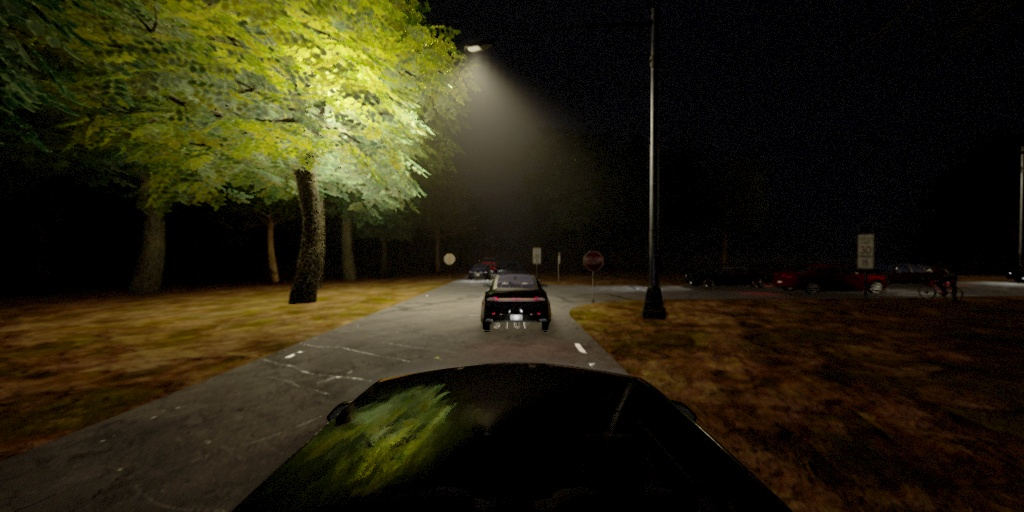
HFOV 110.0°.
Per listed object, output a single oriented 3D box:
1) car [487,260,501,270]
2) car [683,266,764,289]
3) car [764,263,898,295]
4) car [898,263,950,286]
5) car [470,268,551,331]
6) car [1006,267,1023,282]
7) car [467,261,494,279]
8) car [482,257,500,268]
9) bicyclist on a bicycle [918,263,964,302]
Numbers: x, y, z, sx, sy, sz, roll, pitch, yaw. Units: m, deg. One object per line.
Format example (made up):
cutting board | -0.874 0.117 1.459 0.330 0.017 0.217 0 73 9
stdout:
car | -3.005 1.496 62.035 2.128 1.511 4.902 0 0 0
car | 13.257 1.297 22.130 4.718 1.301 1.895 -1 1 2
car | 16.644 1.175 18.890 5.008 1.535 1.882 -1 1 2
car | 23.508 1.113 22.037 5.357 1.411 2.033 -1 1 -2
car | 0.107 1.303 11.210 2.128 1.511 4.902 0 0 0
car | 34.685 1.007 22.631 5.357 1.411 2.033 0 1 -5
car | -3.068 1.453 34.615 1.812 1.442 4.674 0 -1 0
car | -3.042 1.203 47.534 2.150 2.045 5.566 0 0 1
bicyclist on a bicycle | 18.558 1.144 15.561 0.582 1.620 1.656 -1 -1 0
